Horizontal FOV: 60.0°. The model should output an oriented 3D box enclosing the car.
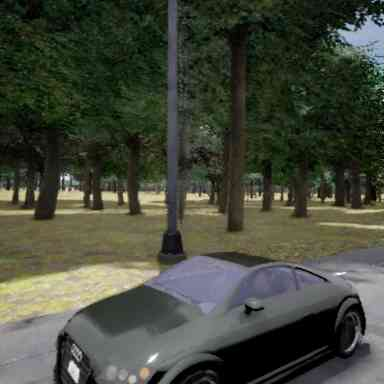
[{"bbox_3d":[0.461,1.556,4.409,4.181,1.385,1.994,0,0,-36],"label":"car"}]
